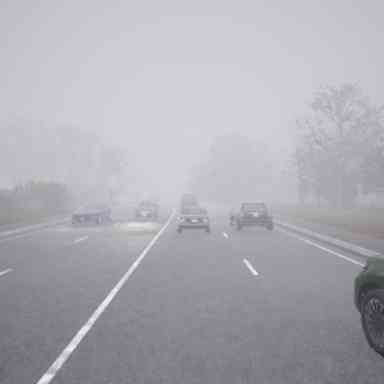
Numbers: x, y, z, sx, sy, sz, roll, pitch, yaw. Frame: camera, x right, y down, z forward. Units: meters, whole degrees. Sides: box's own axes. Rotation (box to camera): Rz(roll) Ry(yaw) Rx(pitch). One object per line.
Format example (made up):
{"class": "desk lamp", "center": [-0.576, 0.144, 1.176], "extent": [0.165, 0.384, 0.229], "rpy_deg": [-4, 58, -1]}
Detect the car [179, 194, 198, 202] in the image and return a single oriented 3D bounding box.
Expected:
{"class": "car", "center": [-0.444, 1.230, 42.347], "extent": [2.150, 2.045, 5.566], "rpy_deg": [0, 0, -3]}

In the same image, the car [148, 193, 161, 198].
{"class": "car", "center": [-7.746, 1.229, 68.542], "extent": [2.150, 2.045, 5.566], "rpy_deg": [0, 0, -14]}

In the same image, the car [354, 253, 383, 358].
{"class": "car", "center": [3.599, 1.222, 2.822], "extent": [2.150, 2.045, 5.566], "rpy_deg": [0, 0, 0]}

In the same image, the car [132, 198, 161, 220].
{"class": "car", "center": [-3.681, 1.496, 28.025], "extent": [2.128, 1.511, 4.902], "rpy_deg": [0, 0, -1]}

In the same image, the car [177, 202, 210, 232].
{"class": "car", "center": [0.092, 1.551, 19.880], "extent": [2.033, 1.411, 5.357], "rpy_deg": [0, 0, 0]}

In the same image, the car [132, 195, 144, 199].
{"class": "car", "center": [-10.614, 1.355, 65.252], "extent": [2.097, 1.767, 4.553], "rpy_deg": [0, 0, -11]}

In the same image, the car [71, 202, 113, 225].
{"class": "car", "center": [-7.141, 1.482, 24.136], "extent": [1.882, 1.535, 5.008], "rpy_deg": [0, 0, 0]}

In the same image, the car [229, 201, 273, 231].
{"class": "car", "center": [3.586, 1.356, 20.934], "extent": [2.097, 1.767, 4.553], "rpy_deg": [0, 0, 0]}
